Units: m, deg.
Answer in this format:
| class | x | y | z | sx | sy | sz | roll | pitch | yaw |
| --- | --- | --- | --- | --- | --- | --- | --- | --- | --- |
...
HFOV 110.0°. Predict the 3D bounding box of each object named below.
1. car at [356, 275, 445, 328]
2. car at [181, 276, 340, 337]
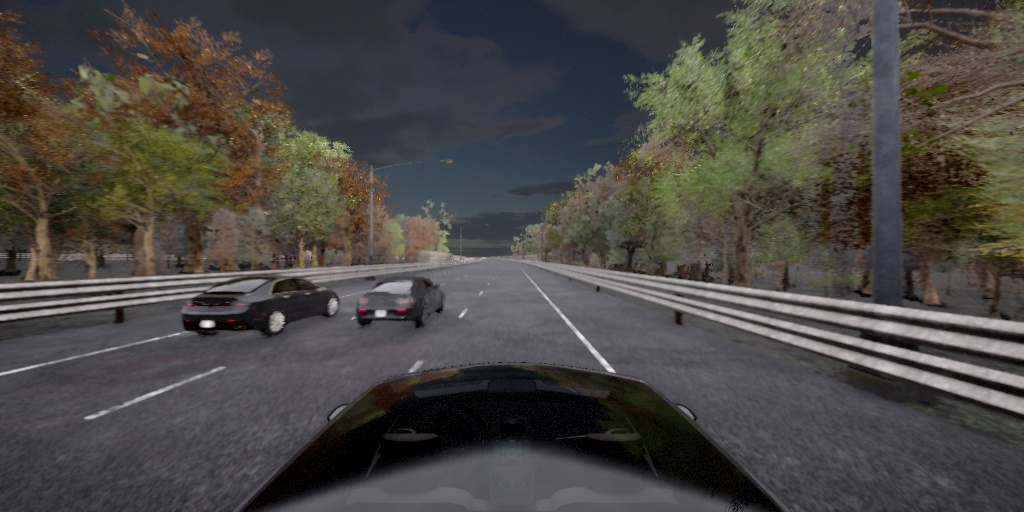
| class | x | y | z | sx | sy | sz | roll | pitch | yaw |
| --- | --- | --- | --- | --- | --- | --- | --- | --- | --- |
| car | -3.403 | 1.339 | 11.609 | 1.812 | 1.442 | 4.674 | 0 | 0 | 0 |
| car | -6.903 | 1.311 | 10.549 | 1.837 | 1.490 | 4.892 | 0 | 0 | 0 |
